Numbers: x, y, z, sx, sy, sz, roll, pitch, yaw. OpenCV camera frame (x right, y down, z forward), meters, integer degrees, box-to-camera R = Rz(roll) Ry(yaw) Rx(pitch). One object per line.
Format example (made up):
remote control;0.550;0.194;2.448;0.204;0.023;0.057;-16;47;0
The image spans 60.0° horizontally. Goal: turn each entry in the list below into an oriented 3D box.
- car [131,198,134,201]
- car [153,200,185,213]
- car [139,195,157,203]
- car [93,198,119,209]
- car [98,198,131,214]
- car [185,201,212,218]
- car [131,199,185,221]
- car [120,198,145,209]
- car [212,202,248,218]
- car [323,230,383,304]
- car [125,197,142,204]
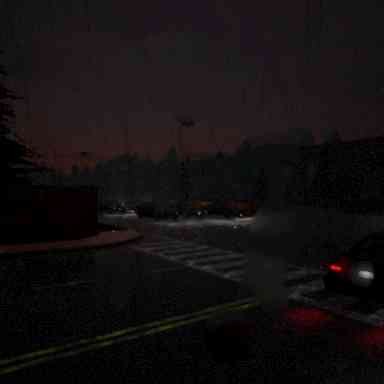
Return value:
car;-6.574;1.622;39.562;1.837;1.490;4.892;0;0;-35
car;-2.833;1.705;40.333;1.994;1.385;4.181;0;0;-35
car;-9.965;1.592;74.887;2.097;1.767;4.553;0;0;-35
car;-12.464;1.609;47.928;2.128;1.511;4.902;0;0;-35
car;-8.961;1.598;36.875;1.837;1.490;4.892;0;0;-35
car;-0.756;1.609;31.314;2.128;1.511;4.902;0;0;-35
car;-3.008;1.571;28.436;1.882;1.535;5.008;0;0;-35
car;-8.732;1.667;48.710;1.812;1.442;4.674;0;0;-35
car;2.927;1.689;32.167;2.033;1.411;5.357;0;0;-35
car;5.147;1.607;7.855;5.357;1.411;2.033;0;0;-41
car;-12.797;1.765;72.825;1.994;1.385;4.181;0;0;-35
